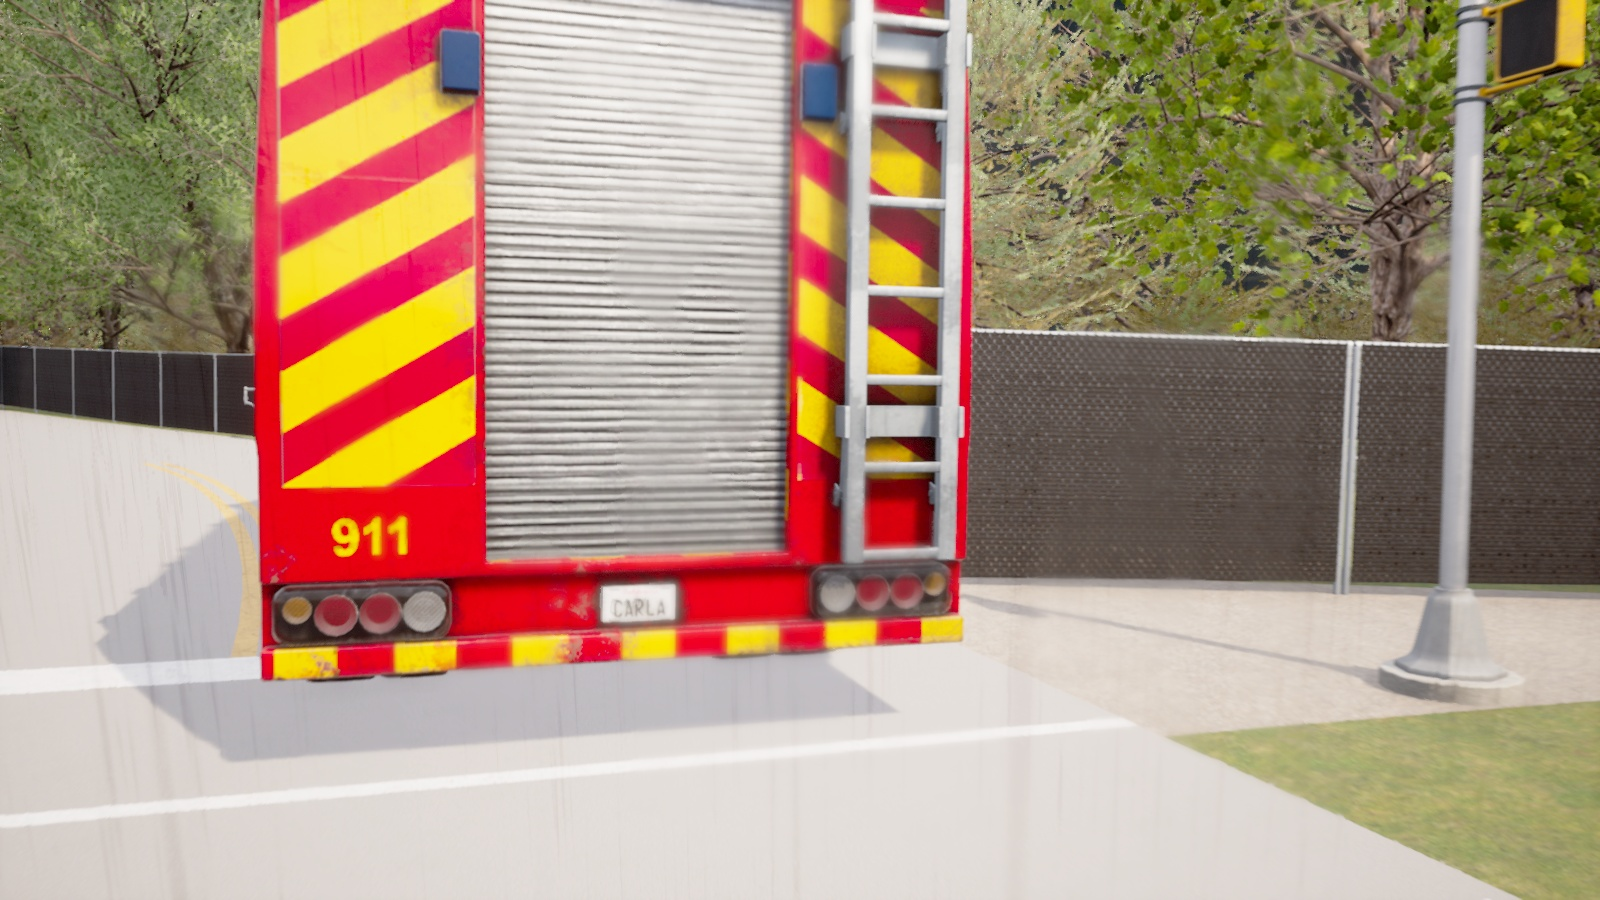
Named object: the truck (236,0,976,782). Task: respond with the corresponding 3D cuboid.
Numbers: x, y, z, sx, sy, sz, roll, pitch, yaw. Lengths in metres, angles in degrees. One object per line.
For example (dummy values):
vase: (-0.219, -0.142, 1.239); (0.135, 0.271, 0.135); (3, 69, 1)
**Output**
truck: (-1.926, -0.950, 9.004); (2.891, 3.827, 8.468); (0, 4, -18)
